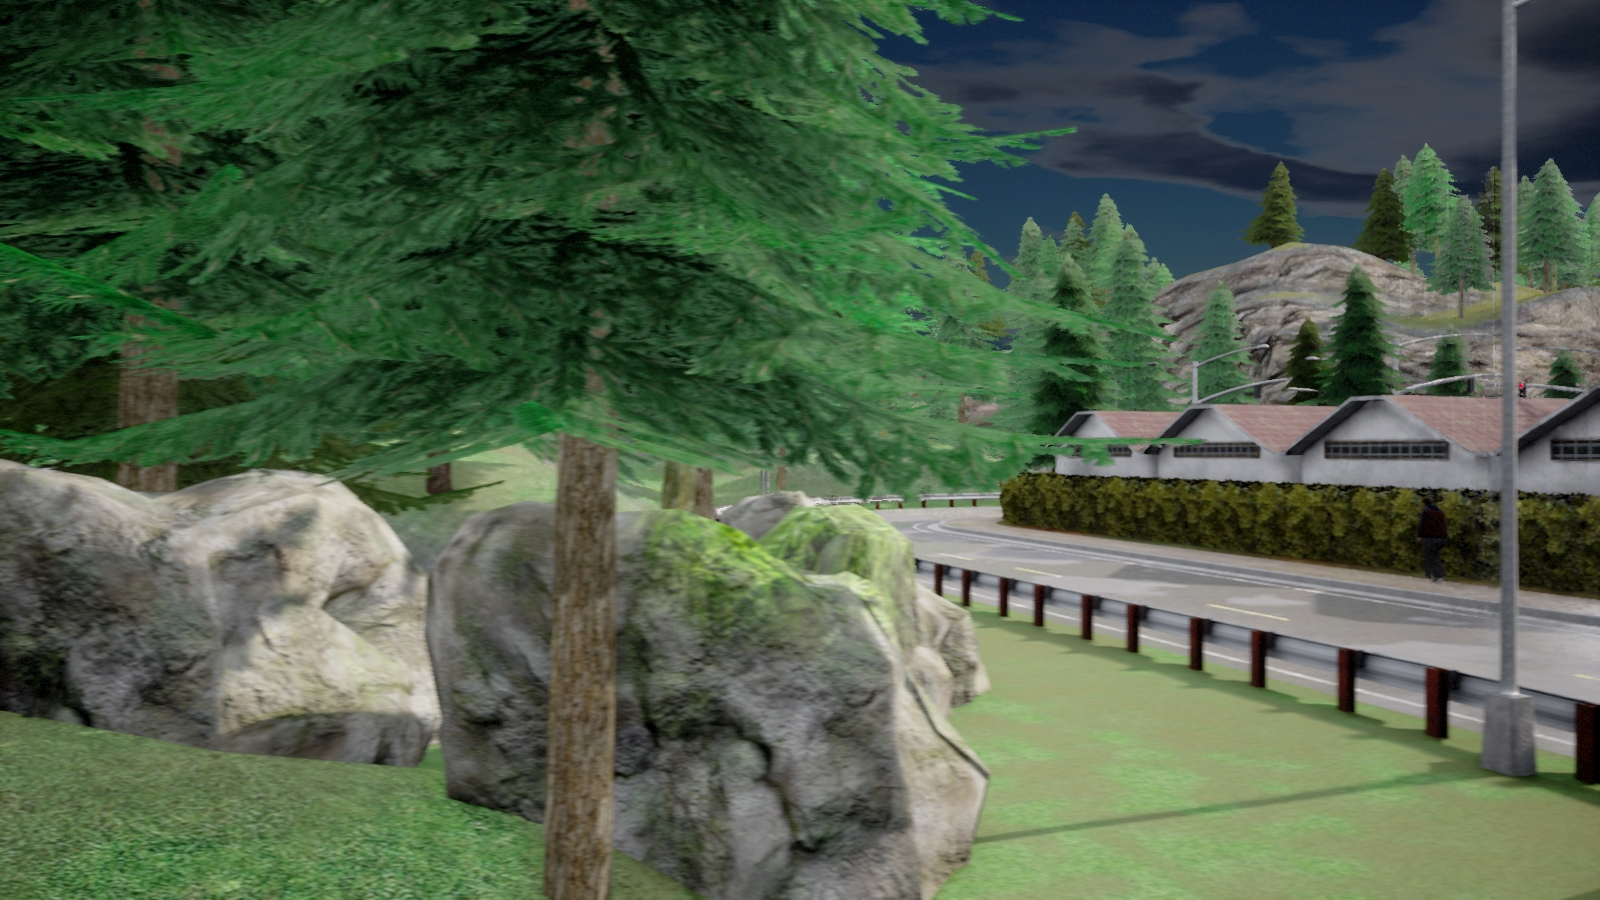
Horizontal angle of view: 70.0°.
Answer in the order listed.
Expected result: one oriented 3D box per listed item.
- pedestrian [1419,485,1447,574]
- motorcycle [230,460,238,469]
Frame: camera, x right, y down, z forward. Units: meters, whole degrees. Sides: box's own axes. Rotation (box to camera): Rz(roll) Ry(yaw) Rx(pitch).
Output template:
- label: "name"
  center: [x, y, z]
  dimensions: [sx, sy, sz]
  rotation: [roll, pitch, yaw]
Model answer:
- label: "pedestrian"
  center: [13.526, 1.694, 24.407]
  dimensions: [0.375, 1.860, 0.375]
  rotation: [0, 0, -20]
- label: "motorcycle"
  center: [-85.711, 2.154, 173.045]
  dimensions: [0.764, 1.277, 2.356]
  rotation: [0, 0, -20]
